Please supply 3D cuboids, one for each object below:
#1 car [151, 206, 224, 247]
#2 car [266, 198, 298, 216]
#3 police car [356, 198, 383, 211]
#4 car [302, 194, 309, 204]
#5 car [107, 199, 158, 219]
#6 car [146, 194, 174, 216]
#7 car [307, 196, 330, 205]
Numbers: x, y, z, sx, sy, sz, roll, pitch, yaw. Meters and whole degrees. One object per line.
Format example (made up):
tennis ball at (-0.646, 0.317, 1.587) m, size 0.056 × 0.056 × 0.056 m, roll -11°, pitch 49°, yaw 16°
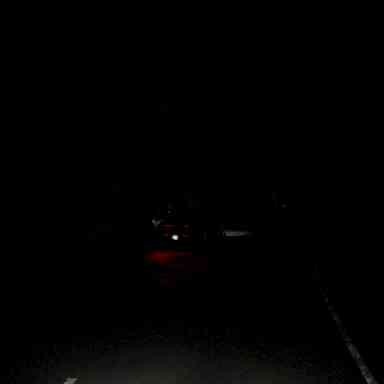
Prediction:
car at (0.129, 1.500, 15.140) m, size 1.837 × 1.490 × 4.892 m, roll 0°, pitch 0°, yaw 19°
car at (9.104, 1.423, 33.250) m, size 2.097 × 1.767 × 4.553 m, roll 1°, pitch 0°, yaw 32°
police car at (23.574, 1.626, 44.341) m, size 1.930 × 1.638 × 5.238 m, roll 1°, pitch 0°, yaw 43°
car at (20.439, 1.383, 63.191) m, size 2.150 × 2.045 × 5.566 m, roll 1°, pitch 0°, yaw 43°
car at (-5.189, 1.418, 29.787) m, size 1.882 × 1.535 × 5.008 m, roll 0°, pitch 0°, yaw 27°
car at (-1.487, 1.196, 29.465) m, size 2.150 × 2.045 × 5.566 m, roll 0°, pitch 0°, yaw 28°
car at (23.966, 1.751, 61.859) m, size 2.033 × 1.411 × 5.357 m, roll 1°, pitch 0°, yaw 43°
